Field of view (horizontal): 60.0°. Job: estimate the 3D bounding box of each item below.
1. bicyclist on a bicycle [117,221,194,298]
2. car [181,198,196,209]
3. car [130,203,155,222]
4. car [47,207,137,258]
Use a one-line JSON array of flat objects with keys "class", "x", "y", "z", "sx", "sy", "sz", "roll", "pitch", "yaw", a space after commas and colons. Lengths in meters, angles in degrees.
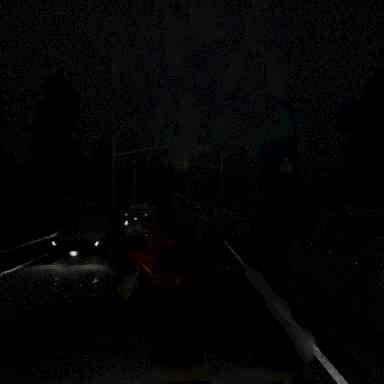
[{"class": "bicyclist on a bicycle", "x": -0.792, "y": 1.450, "z": 7.088, "sx": 1.656, "sy": 1.620, "sz": 0.582, "roll": -2, "pitch": 0, "yaw": -1}, {"class": "car", "x": -0.468, "y": 1.541, "z": 45.248, "sx": 2.033, "sy": 1.411, "sz": 5.357, "roll": 0, "pitch": 0, "yaw": -1}, {"class": "car", "x": -3.806, "y": 1.524, "z": 24.629, "sx": 1.812, "sy": 1.442, "sz": 4.674, "roll": 0, "pitch": 0, "yaw": -1}, {"class": "car", "x": -3.743, "y": 1.547, "z": 13.126, "sx": 2.033, "sy": 1.411, "sz": 5.357, "roll": 0, "pitch": 0, "yaw": -1}]
